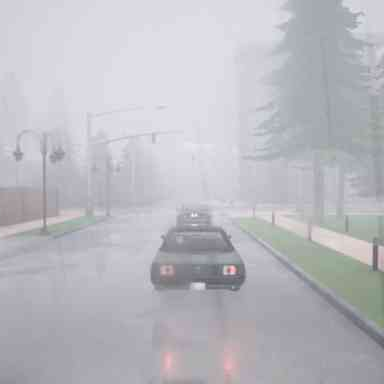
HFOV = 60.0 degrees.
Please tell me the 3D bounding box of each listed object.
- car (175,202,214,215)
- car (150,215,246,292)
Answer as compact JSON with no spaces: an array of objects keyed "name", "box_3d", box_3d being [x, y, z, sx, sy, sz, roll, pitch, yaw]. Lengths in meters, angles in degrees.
[{"name":"car","box_3d":[0.118,1.332,18.172,1.837,1.490,4.892,0,0,0]},{"name":"car","box_3d":[0.112,1.518,8.650,1.895,1.301,4.718,0,1,0]}]
